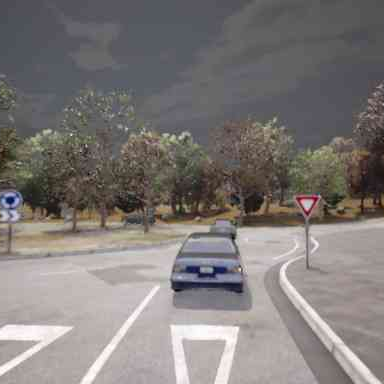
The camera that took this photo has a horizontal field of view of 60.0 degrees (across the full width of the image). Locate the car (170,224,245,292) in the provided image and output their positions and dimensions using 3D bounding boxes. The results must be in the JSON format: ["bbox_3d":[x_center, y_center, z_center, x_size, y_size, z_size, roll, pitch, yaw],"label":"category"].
[{"bbox_3d":[0.536,1.896,9.846,2.033,1.411,5.357,0,-3,5],"label":"car"}]

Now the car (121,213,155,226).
[{"bbox_3d":[-6.968,3.524,42.869,4.892,1.490,1.837,-1,-4,31],"label":"car"}]

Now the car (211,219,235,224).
[{"bbox_3d":[2.374,2.779,25.652,1.994,1.385,4.181,0,-3,6],"label":"car"}]
